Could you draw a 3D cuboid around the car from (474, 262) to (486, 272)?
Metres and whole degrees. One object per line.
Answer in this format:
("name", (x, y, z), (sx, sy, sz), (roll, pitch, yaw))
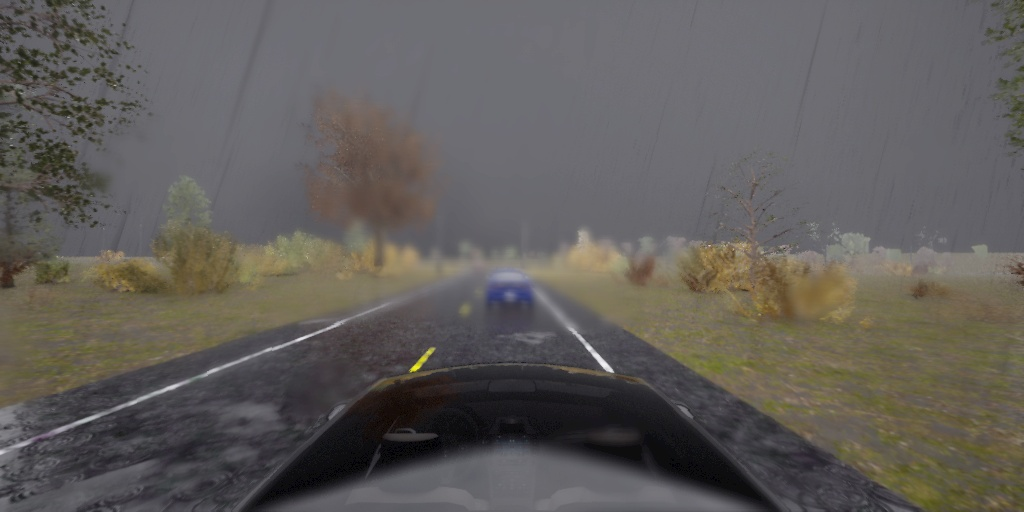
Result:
("car", (-5.482, 1.840, 61.137), (1.882, 1.535, 5.008), (0, -1, -3))

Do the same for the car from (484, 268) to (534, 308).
("car", (-0.087, 1.377, 16.162), (1.882, 1.535, 5.008), (0, 0, -1))
